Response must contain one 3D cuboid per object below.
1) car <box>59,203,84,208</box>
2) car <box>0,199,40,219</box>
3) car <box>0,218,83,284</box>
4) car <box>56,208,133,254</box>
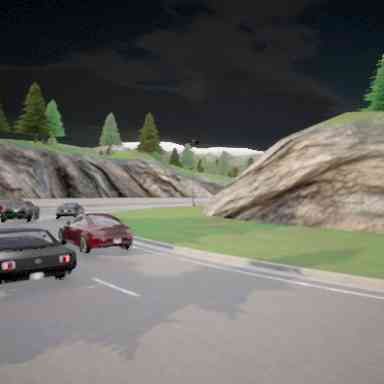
[{"bbox_3d":[-11.251,1.713,30.968,2.033,1.411,5.357,0,0,-10],"label":"car"},{"bbox_3d":[-13.890,1.476,27.281,2.097,1.767,4.553,1,0,-15],"label":"car"},{"bbox_3d":[-5.002,1.644,9.329,1.895,1.301,4.718,1,-1,-41],"label":"car"},{"bbox_3d":[-4.088,1.607,13.896,1.812,1.442,4.674,0,0,-37],"label":"car"}]
